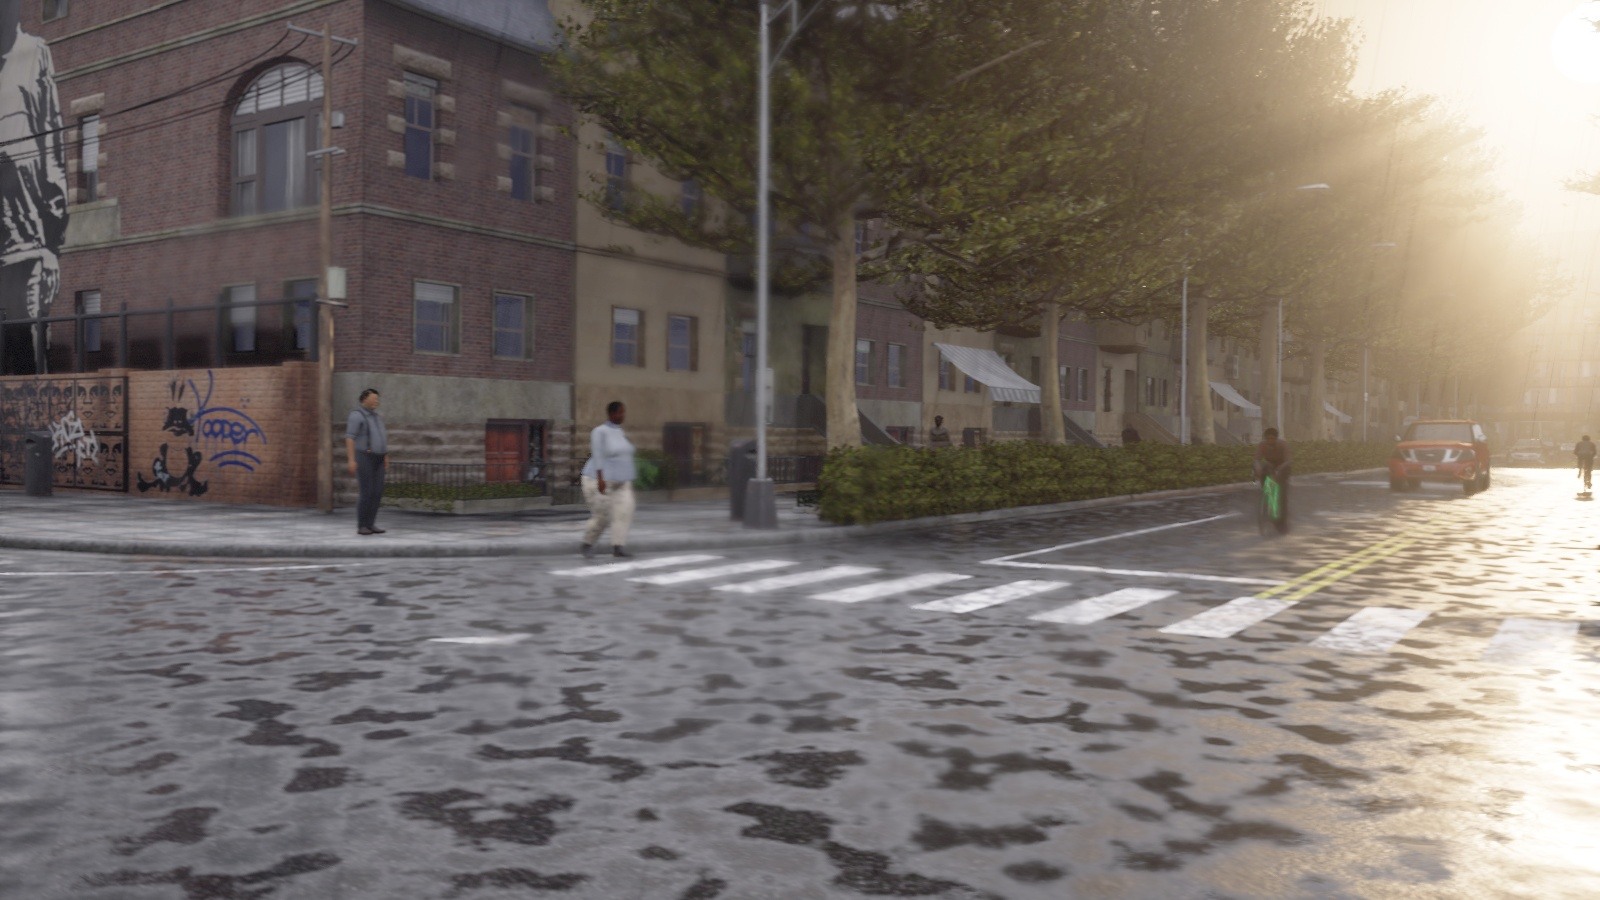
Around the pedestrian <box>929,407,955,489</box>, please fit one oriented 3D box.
[{"bbox_3d":[3.358,-0.048,29.709,0.396,1.930,0.692,0,1,26],"label":"pedestrian"}]

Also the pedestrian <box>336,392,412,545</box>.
[{"bbox_3d":[-5.286,0.223,15.589,0.694,1.848,0.540,0,1,25],"label":"pedestrian"}]

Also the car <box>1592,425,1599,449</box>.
[{"bbox_3d":[52.901,-0.890,82.110,1.789,1.549,3.705,0,1,33],"label":"car"}]

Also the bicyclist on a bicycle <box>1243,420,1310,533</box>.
[{"bbox_3d":[7.153,0.363,18.797,0.582,1.620,1.656,0,1,33],"label":"bicyclist on a bicycle"}]

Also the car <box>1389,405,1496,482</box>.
[{"bbox_3d":[18.669,-0.215,36.341,2.150,2.045,5.566,0,1,33],"label":"car"}]

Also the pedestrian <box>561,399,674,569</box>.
[{"bbox_3d":[-2.074,0.362,14.298,0.900,1.855,0.874,0,1,31],"label":"pedestrian"}]

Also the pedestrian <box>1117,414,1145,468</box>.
[{"bbox_3d":[11.454,-0.308,43.432,0.634,1.844,0.899,0,1,35],"label":"pedestrian"}]

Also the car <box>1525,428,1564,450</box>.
[{"bbox_3d":[48.320,-0.755,81.509,1.994,1.385,4.181,0,1,33],"label":"car"}]

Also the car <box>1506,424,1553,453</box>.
[{"bbox_3d":[40.024,-0.624,68.871,2.007,1.525,4.514,0,1,33],"label":"car"}]
